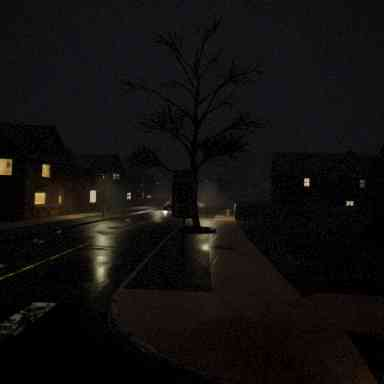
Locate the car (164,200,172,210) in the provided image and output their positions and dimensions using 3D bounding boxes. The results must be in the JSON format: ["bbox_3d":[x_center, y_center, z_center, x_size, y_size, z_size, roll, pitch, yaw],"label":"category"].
[{"bbox_3d":[-2.676,1.920,47.832,2.033,1.411,5.357,2,0,8],"label":"car"}]
